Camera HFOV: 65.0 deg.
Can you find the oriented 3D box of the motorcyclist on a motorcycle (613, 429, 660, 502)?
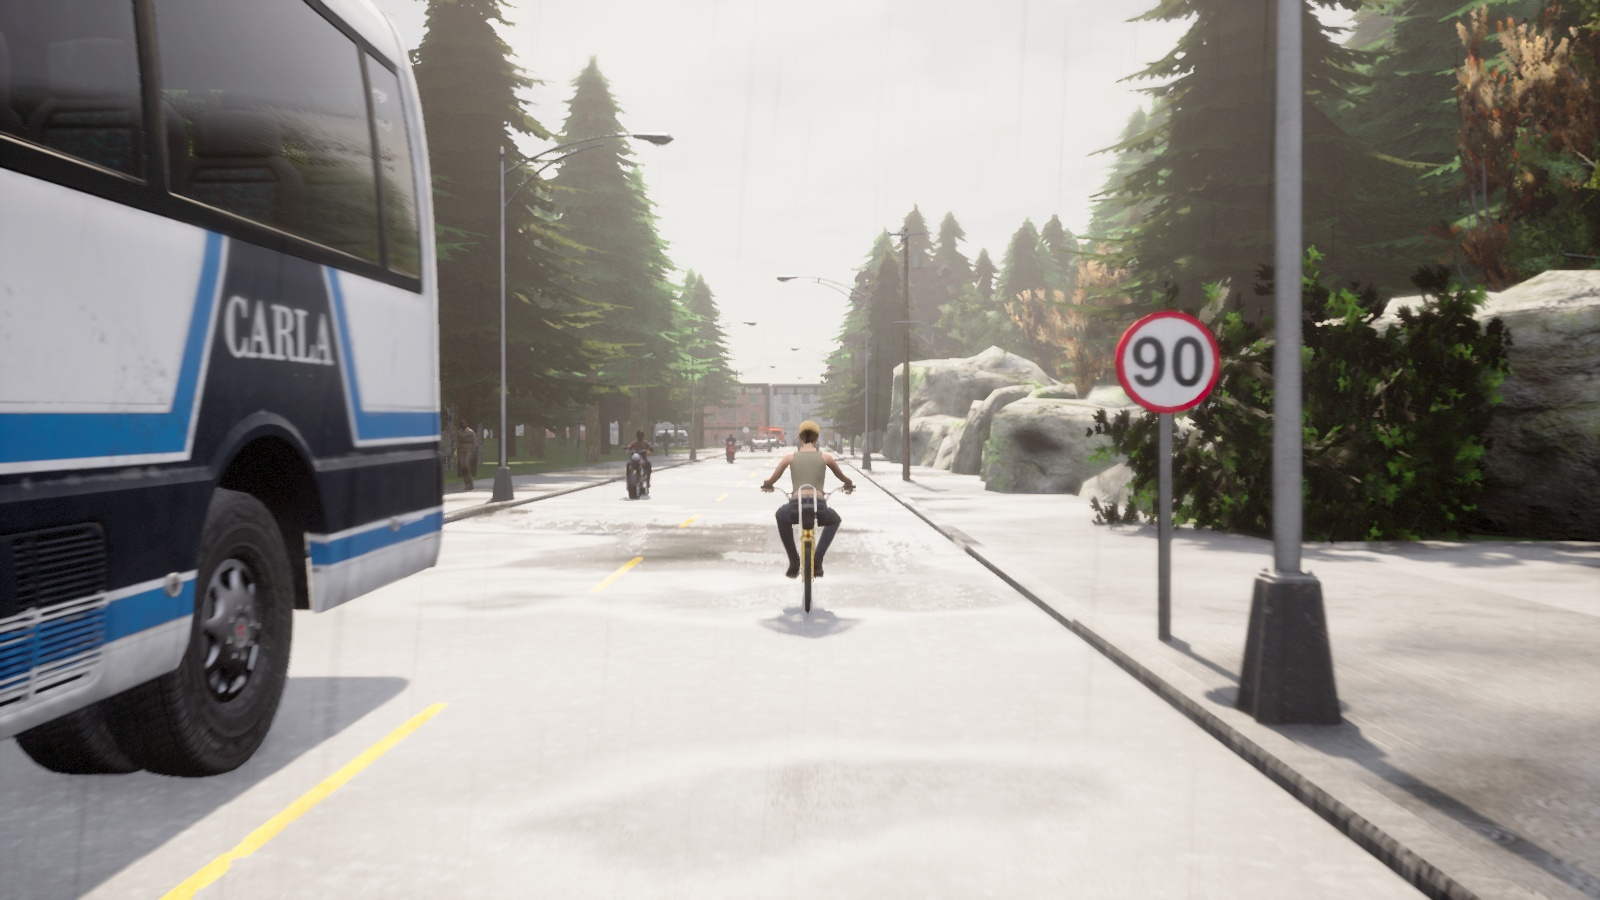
[{"bbox_3d":[-3.808,0.339,29.439,0.766,1.649,2.350,0,1,0],"label":"motorcyclist on a motorcycle"}]

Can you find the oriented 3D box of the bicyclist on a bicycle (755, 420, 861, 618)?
[{"bbox_3d":[0.071,0.550,10.966,0.866,1.612,1.509,0,1,1],"label":"bicyclist on a bicycle"}]

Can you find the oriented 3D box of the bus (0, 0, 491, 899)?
[{"bbox_3d":[-3.968,-0.669,2.818,3.944,4.253,10.273,0,2,0],"label":"bus"}]

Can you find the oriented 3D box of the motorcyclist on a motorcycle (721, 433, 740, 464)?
[{"bbox_3d":[-3.567,-0.078,64.437,0.866,1.590,1.817,0,1,0],"label":"motorcyclist on a motorcycle"}]

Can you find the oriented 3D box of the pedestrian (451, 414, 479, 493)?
[{"bbox_3d":[-8.257,0.076,30.952,0.396,1.930,0.692,0,1,11],"label":"pedestrian"}]
